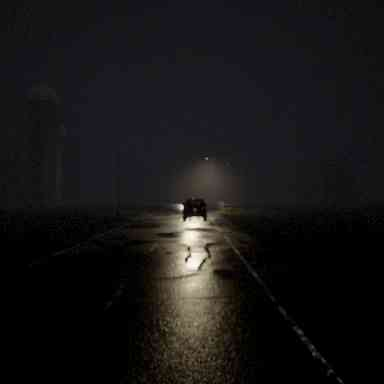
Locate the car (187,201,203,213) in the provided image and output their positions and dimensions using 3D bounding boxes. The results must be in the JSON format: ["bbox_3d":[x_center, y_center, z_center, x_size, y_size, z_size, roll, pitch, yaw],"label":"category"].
[{"bbox_3d":[0.376,2.064,46.869,2.128,1.511,4.902,0,-1,0],"label":"car"}]

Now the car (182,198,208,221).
[{"bbox_3d":[0.281,1.593,31.181,2.150,2.045,5.566,0,0,0],"label":"car"}]
